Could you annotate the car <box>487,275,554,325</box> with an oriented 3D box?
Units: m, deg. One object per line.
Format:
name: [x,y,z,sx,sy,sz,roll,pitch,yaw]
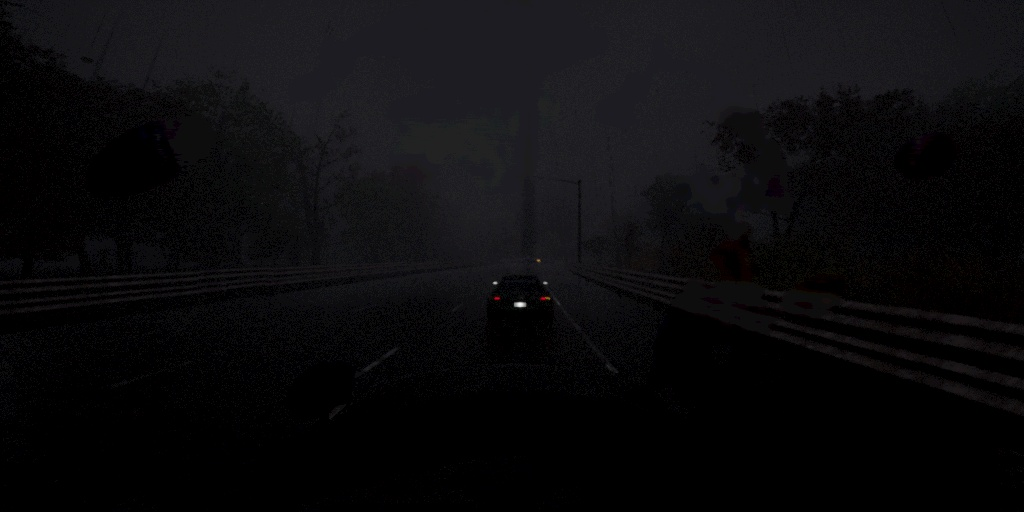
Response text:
car: [0.277,1.321,11.949,1.994,1.385,4.181,0,0,1]
